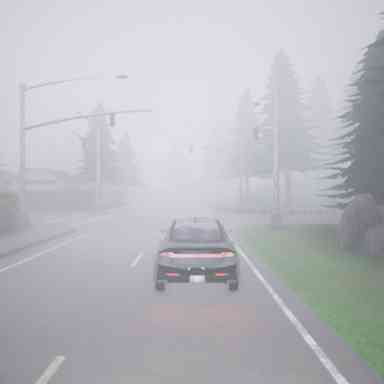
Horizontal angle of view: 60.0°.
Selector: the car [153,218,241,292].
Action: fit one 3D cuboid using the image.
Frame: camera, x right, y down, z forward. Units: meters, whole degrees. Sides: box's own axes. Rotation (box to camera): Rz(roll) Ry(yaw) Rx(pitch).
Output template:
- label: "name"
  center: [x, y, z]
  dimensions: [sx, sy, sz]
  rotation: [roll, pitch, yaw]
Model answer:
- label: "car"
  center: [0.101, 1.420, 8.742]
  dimensions: [2.128, 1.511, 4.902]
  rotation: [0, 0, 0]
